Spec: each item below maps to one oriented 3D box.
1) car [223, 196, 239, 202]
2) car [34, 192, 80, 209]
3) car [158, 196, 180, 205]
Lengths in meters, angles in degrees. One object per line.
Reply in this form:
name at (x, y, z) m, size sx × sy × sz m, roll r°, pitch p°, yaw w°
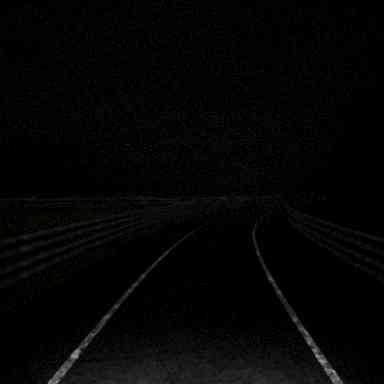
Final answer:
car at (9.168, 1.716, 76.956) m, size 2.033 × 1.411 × 5.357 m, roll 0°, pitch 0°, yaw 37°
car at (-16.962, 1.022, 42.084) m, size 2.150 × 2.045 × 5.566 m, roll 0°, pitch 0°, yaw 37°
car at (-4.043, 1.514, 59.329) m, size 1.812 × 1.442 × 4.674 m, roll 0°, pitch 0°, yaw 37°
